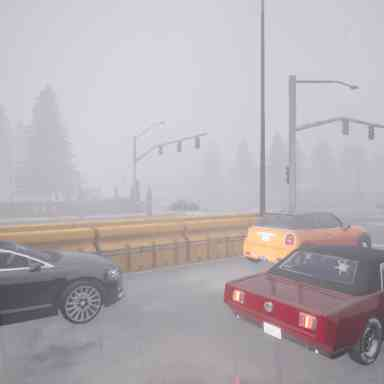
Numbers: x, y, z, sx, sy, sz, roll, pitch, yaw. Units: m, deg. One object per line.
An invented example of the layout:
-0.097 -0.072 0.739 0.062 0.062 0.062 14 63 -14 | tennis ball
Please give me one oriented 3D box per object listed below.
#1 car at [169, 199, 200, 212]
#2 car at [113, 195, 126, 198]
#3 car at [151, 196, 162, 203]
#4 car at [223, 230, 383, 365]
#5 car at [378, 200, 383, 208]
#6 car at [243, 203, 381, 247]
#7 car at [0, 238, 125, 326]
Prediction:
-0.904 1.564 39.239 1.994 1.385 4.181 0 0 -35 | car
-11.751 1.353 54.475 2.097 1.767 4.553 0 0 -36 | car
-7.611 1.546 69.124 2.033 1.411 5.357 0 0 -16 | car
2.904 1.601 5.823 4.718 1.301 1.895 0 0 -36 | car
26.720 1.547 44.591 5.357 1.411 2.033 0 0 -36 | car
3.854 1.352 10.803 4.553 1.767 2.097 0 0 -36 | car
-3.560 1.492 5.498 4.902 1.511 2.128 0 0 -36 | car
